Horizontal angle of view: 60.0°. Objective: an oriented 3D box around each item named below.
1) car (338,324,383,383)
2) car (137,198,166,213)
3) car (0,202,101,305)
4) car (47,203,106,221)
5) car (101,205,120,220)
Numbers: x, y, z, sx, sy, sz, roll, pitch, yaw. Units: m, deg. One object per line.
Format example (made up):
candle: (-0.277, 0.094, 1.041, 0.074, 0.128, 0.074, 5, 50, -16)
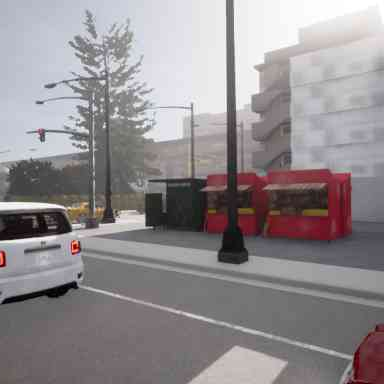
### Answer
car: (3.267, 1.601, 1.653, 4.718, 1.301, 1.895, 0, 0, 35)
car: (-4.126, 1.482, 37.595, 2.097, 1.767, 4.553, -1, -1, 36)
car: (-4.748, 1.234, 7.336, 5.566, 2.045, 2.150, 0, 0, 36)
car: (-10.087, 1.732, 29.381, 1.895, 1.301, 4.718, -1, -1, 36)
car: (-7.925, 1.559, 26.132, 1.882, 1.535, 5.008, -1, -1, 37)
